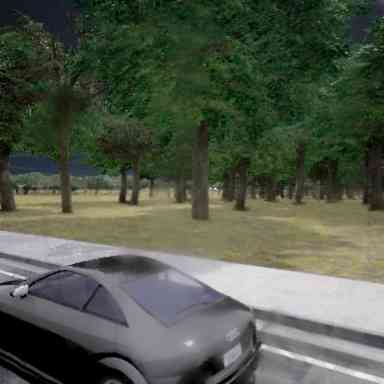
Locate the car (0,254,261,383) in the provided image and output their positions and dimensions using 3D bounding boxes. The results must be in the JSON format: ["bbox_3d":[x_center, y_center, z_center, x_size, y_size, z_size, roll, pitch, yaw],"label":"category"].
[{"bbox_3d":[-1.232,1.564,4.441,4.181,1.385,1.994,0,0,36],"label":"car"}]
